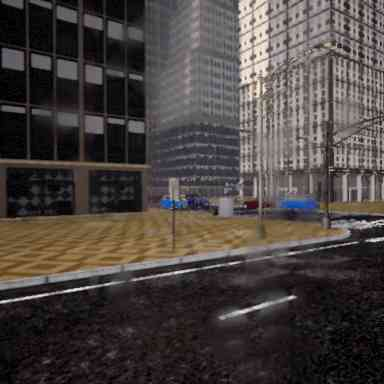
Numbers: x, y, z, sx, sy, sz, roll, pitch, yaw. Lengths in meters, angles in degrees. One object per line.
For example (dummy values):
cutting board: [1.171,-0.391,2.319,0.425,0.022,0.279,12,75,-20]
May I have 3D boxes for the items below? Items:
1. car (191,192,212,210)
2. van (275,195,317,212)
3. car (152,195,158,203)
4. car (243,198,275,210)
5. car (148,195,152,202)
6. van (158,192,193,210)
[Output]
car: [0.122,1.065,41.257,2.150,2.045,5.566,-1,1,-34]
van: [11.218,1.187,35.395,1.690,1.788,3.998,0,0,-34]
car: [-4.394,1.032,58.266,2.192,1.841,5.009,0,0,-34]
car: [8.040,1.365,39.932,1.887,1.381,4.507,0,0,-34]
car: [-7.498,1.235,62.855,1.887,1.381,4.507,0,0,-34]
van: [-2.022,1.208,39.807,1.690,1.788,3.998,0,0,-34]
